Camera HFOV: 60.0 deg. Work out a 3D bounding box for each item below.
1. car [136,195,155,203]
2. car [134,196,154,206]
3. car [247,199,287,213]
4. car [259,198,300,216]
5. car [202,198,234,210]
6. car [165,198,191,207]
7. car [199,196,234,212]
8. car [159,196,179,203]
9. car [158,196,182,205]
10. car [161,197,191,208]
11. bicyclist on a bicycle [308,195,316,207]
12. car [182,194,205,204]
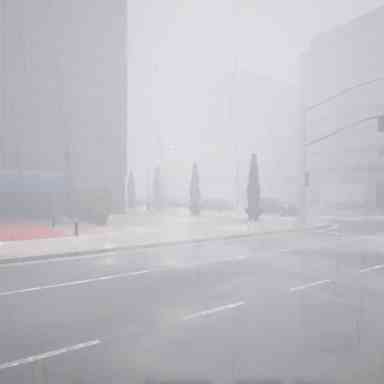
[{"bbox_3d":[-9.891,1.520,70.420,2.128,1.511,4.902,0,0,-35],"label":"car"},{"bbox_3d":[-8.199,1.526,55.646,1.812,1.442,4.674,0,0,-34],"label":"car"},{"bbox_3d":[8.433,1.564,37.833,1.994,1.385,4.181,0,0,-35],"label":"car"},{"bbox_3d":[8.123,1.352,32.152,2.097,1.767,4.553,0,0,-35],"label":"car"},{"bbox_3d":[3.429,1.526,45.021,1.812,1.442,4.674,0,0,-35],"label":"car"},{"bbox_3d":[-2.298,1.601,53.257,1.895,1.301,4.718,0,0,-35],"label":"car"},{"bbox_3d":[2.922,1.491,39.622,2.128,1.511,4.902,0,0,-35],"label":"car"},{"bbox_3d":[-4.875,1.601,69.501,1.895,1.301,4.718,0,0,-35],"label":"car"},{"bbox_3d":[-4.170,1.547,62.396,2.033,1.411,5.357,0,0,-35],"label":"car"},{"bbox_3d":[-2.648,1.547,47.623,2.033,1.411,5.357,0,0,-35],"label":"car"},{"bbox_3d":[16.852,1.301,46.709,1.656,1.620,0.582,0,0,-35],"label":"bicyclist on a bicycle"},{"bbox_3d":[0.256,1.352,62.167,2.097,1.767,4.553,0,0,-35],"label":"car"}]
